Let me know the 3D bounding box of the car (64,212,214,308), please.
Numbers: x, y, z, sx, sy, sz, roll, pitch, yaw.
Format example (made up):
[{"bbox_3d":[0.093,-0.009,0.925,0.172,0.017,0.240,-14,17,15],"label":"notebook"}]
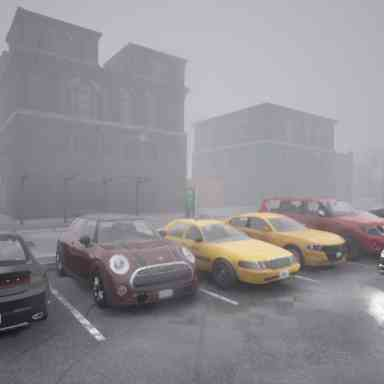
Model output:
[{"bbox_3d":[-1.796,1.353,8.196,2.185,1.767,4.553,0,0,-35],"label":"car"}]

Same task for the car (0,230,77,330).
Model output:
[{"bbox_3d":[-4.145,1.481,6.481,2.231,1.521,4.892,0,0,-35],"label":"car"}]

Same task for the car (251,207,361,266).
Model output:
[{"bbox_3d":[2.656,1.477,11.326,2.097,1.535,5.008,0,0,-35],"label":"car"}]

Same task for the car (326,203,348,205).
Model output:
[{"bbox_3d":[9.451,1.499,16.181,2.163,1.488,4.792,0,0,-35],"label":"car"}]

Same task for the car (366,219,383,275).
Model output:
[{"bbox_3d":[6.887,1.500,8.878,4.892,1.490,1.837,0,0,-35],"label":"car"}]

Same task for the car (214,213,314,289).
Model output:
[{"bbox_3d":[0.497,1.475,9.559,1.946,1.575,5.366,0,0,-35],"label":"car"}]

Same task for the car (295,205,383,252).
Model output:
[{"bbox_3d":[7.196,1.515,14.547,2.002,1.452,4.674,0,0,-35],"label":"car"}]
